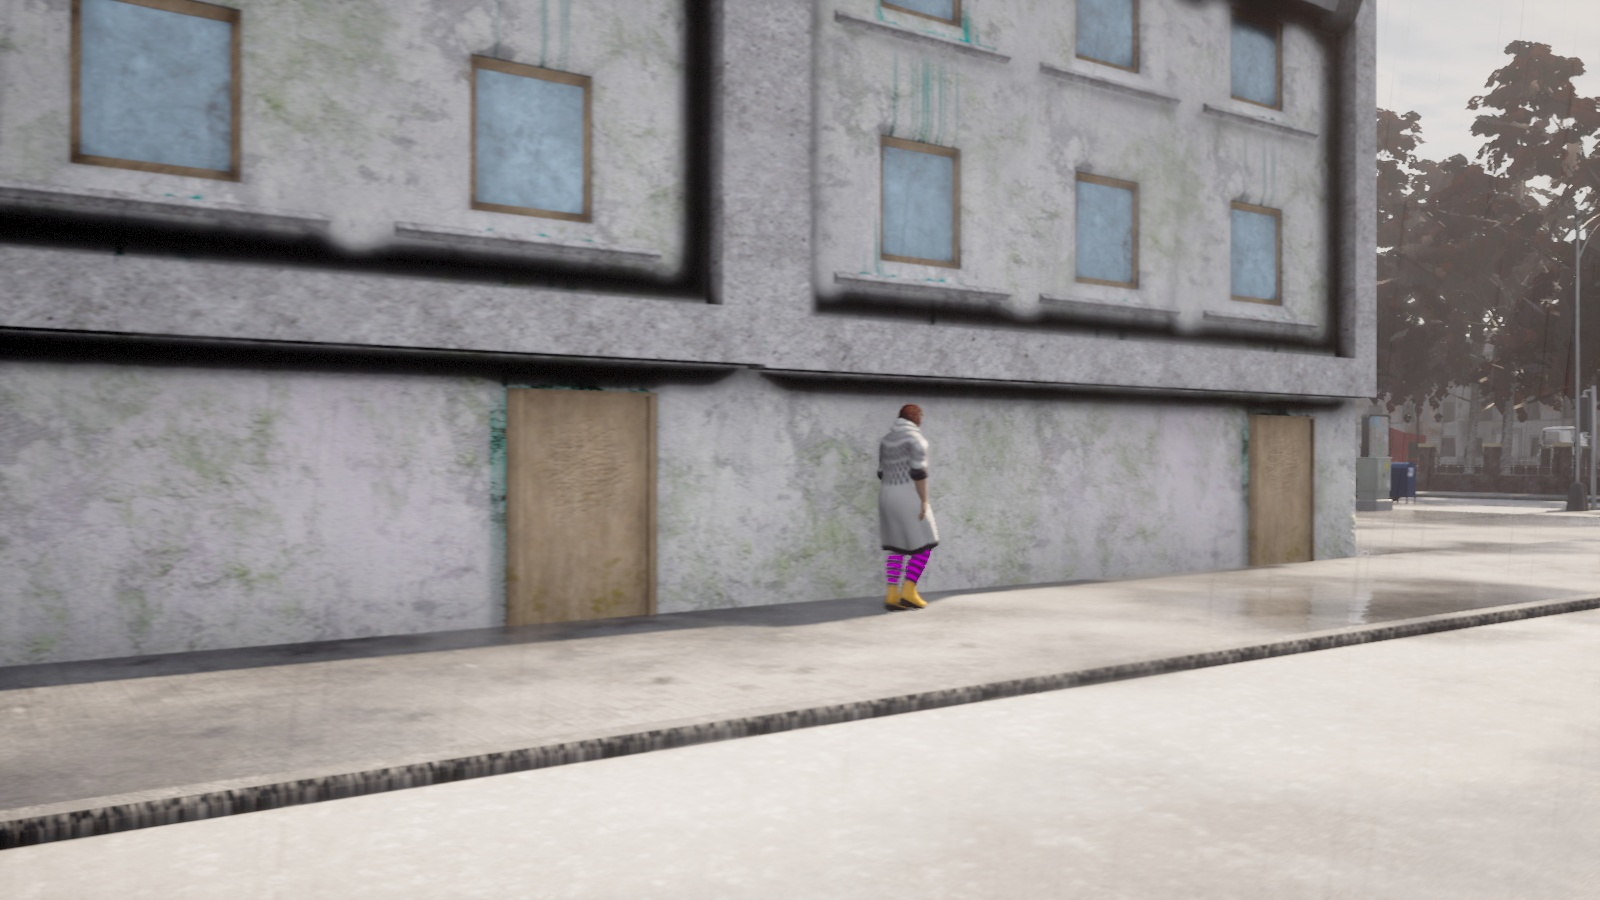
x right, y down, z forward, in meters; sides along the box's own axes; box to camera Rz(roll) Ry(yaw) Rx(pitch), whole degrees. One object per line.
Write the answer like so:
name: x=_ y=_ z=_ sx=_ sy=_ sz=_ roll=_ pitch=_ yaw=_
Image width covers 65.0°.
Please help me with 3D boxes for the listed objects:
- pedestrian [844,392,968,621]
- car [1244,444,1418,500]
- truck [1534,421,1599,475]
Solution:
pedestrian: x=0.941 y=0.480 z=11.189 sx=0.873 sy=1.952 sz=0.659 roll=0 pitch=0 yaw=-35
car: x=16.783 y=0.653 z=39.904 sx=2.242 sy=1.667 sz=4.611 roll=0 pitch=0 yaw=-34
truck: x=52.598 y=-0.143 z=81.653 sx=2.891 sy=3.462 sz=7.936 roll=0 pitch=0 yaw=-35
